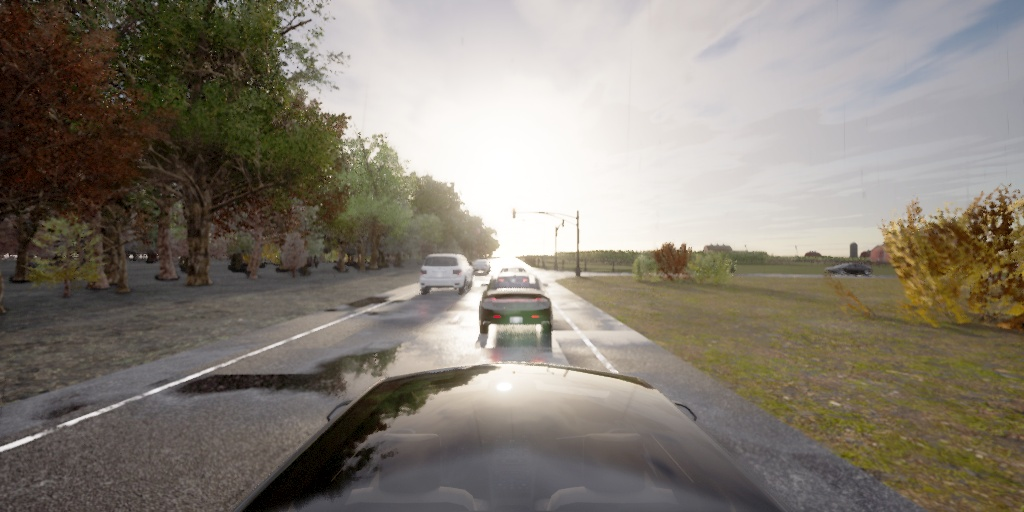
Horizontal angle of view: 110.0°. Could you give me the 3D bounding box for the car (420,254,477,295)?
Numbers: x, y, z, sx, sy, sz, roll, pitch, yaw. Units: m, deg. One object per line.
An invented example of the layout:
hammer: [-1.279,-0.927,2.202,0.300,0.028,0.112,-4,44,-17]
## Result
car: [-3.433,0.928,19.626,2.150,2.045,5.566,0,0,0]

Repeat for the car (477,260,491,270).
car: [-3.470,1.174,41.480,1.812,1.442,4.674,0,0,0]

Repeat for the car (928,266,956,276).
car: [48.840,1.779,39.479,4.718,1.301,1.895,1,-1,1]

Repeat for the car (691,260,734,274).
car: [24.068,1.310,43.167,4.553,1.767,2.097,1,-1,0]

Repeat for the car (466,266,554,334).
car: [0.086,1.220,10.486,2.128,1.511,4.902,0,0,0]

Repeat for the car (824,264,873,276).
car: [40.371,1.641,43.106,4.892,1.490,1.837,1,-1,0]
